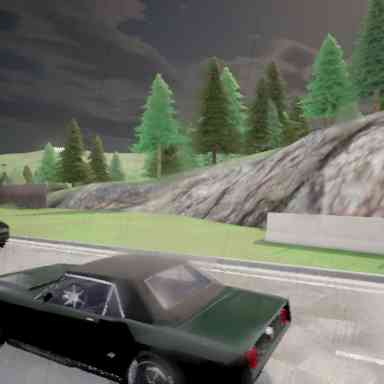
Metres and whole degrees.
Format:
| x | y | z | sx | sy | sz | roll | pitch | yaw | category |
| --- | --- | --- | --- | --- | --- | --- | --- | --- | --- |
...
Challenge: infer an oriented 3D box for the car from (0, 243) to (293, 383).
| x | y | z | sx | sy | sz | roll | pitch | yaw | category |
| --- | --- | --- | --- | --- | --- | --- | --- | --- | --- |
| -1.155 | 1.599 | 4.744 | 4.718 | 1.301 | 1.895 | 0 | 0 | 29 | car |

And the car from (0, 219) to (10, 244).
| x | y | z | sx | sy | sz | roll | pitch | yaw | category |
| --- | --- | --- | --- | --- | --- | --- | --- | --- | --- |
| -9.358 | 1.498 | 13.544 | 4.892 | 1.490 | 1.837 | 0 | 0 | 33 | car |
